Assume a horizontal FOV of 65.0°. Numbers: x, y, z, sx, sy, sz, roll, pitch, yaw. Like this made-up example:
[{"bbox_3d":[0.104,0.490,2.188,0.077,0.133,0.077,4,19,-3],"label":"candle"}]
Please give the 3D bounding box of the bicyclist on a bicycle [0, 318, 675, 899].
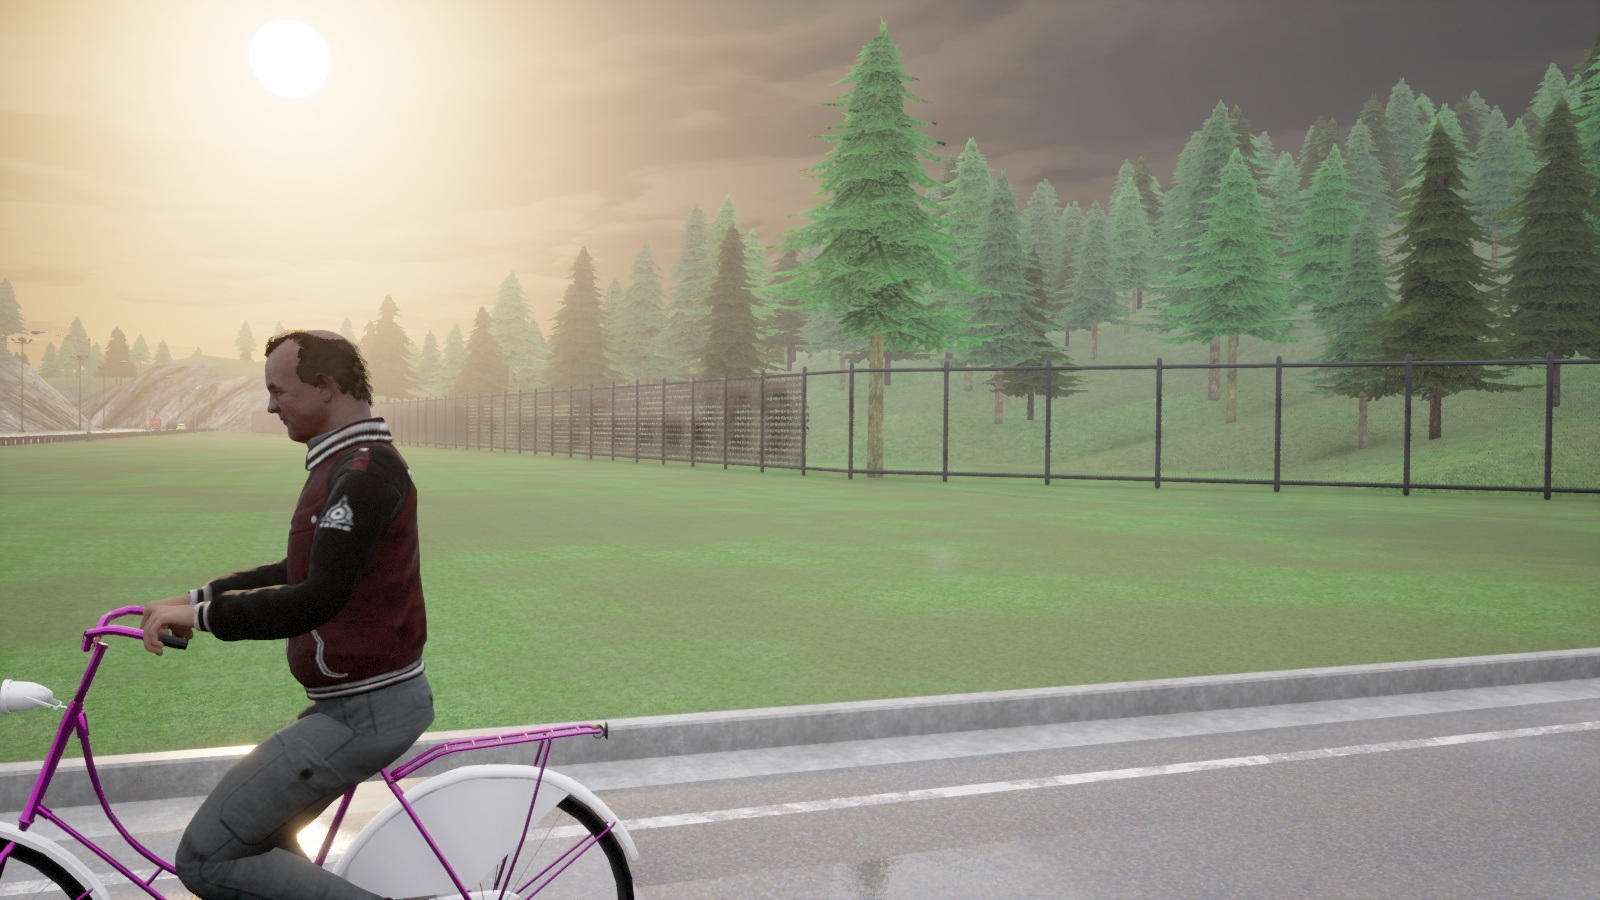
[{"bbox_3d":[-1.259,0.637,2.760,1.843,1.776,0.659,-1,1,-21],"label":"bicyclist on a bicycle"}]
